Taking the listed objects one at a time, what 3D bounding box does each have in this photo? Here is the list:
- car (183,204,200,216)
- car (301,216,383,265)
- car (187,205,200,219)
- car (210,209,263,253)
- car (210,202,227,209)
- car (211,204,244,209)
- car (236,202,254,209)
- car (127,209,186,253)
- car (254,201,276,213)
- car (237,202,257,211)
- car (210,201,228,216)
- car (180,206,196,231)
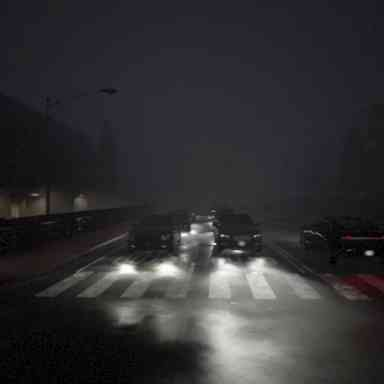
[{"bbox_3d":[-0.027,2.319,43.020,1.994,1.385,4.181,-1,-1,1],"label":"car"},{"bbox_3d":[5.467,1.656,12.398,2.128,1.511,4.902,-1,-1,3],"label":"car"},{"bbox_3d":[-0.514,2.189,33.106,1.895,1.301,4.718,-1,-1,3],"label":"car"},{"bbox_3d":[1.974,1.740,15.110,2.128,1.511,4.902,-1,-1,2],"label":"car"},{"bbox_3d":[2.994,1.908,33.427,2.097,1.767,4.553,-1,-1,3],"label":"car"},{"bbox_3d":[2.476,1.909,24.376,1.837,1.490,4.892,-1,-1,3],"label":"car"},{"bbox_3d":[7.067,2.264,47.653,1.837,1.490,4.892,-1,-1,-2],"label":"car"},{"bbox_3d":[-1.571,1.768,15.300,1.882,1.535,5.008,-1,-1,3],"label":"car"},{"bbox_3d":[10.504,2.077,47.762,2.097,1.767,4.553,-1,-1,-2],"label":"car"},{"bbox_3d":[9.424,2.463,57.149,1.994,1.385,4.181,0,-1,-13],"label":"car"},{"bbox_3d":[3.462,2.072,43.119,2.097,1.767,4.553,-1,-1,2],"label":"car"},{"bbox_3d":[-1.033,2.004,24.278,1.994,1.385,4.181,-1,-1,4],"label":"car"}]
